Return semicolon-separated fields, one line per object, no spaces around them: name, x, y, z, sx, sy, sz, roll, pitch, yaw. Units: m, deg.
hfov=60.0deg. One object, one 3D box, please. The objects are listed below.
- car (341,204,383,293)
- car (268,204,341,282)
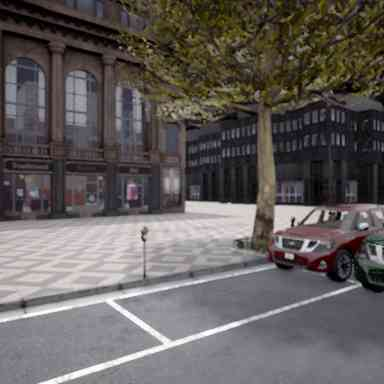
car;6.093;1.218;7.773;5.566;2.045;2.150;0;0;-36
car;4.511;1.312;9.916;5.009;1.841;2.192;0;0;-36
